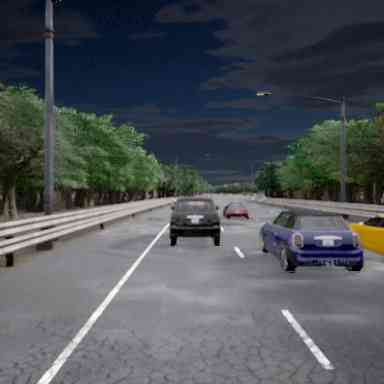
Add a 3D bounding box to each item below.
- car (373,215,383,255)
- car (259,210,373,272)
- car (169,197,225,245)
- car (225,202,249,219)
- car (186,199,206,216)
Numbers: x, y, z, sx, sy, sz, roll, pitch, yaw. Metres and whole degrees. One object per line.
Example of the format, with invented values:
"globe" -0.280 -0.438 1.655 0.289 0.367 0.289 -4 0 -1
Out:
"car" 7.118 1.485 11.493 1.882 1.535 5.008 0 0 0
"car" 3.617 1.358 10.943 2.097 1.767 4.553 0 0 0
"car" 0.144 1.235 15.766 2.150 2.045 5.566 0 0 0
"car" 3.864 1.611 29.832 1.994 1.385 4.181 0 0 1
"car" 0.473 1.540 34.349 1.882 1.535 5.008 0 0 2
